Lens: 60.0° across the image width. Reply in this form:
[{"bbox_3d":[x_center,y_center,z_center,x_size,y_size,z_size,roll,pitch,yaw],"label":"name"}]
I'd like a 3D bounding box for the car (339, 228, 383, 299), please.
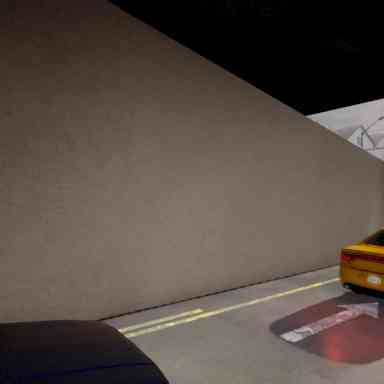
[{"bbox_3d":[5.400,1.478,7.610,5.008,1.535,1.882,0,0,-35],"label":"car"}]

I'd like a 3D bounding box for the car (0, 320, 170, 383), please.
[{"bbox_3d":[-2.697,1.547,1.861,5.357,1.411,2.033,0,0,-35],"label":"car"}]
